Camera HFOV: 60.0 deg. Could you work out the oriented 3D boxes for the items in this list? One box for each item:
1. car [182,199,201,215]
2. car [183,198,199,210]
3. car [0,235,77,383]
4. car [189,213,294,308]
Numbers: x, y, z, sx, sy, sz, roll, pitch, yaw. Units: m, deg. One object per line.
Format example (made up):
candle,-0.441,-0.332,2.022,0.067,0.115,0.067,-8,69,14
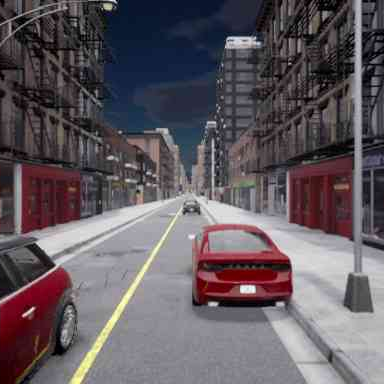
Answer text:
car,-0.035,1.646,35.574,1.812,1.442,4.674,0,0,0
car,-0.121,1.654,45.744,2.128,1.511,4.902,0,0,0
car,-2.758,1.361,3.064,2.097,1.767,4.553,0,0,0
car,0.939,1.501,8.108,1.882,1.535,5.008,0,0,0
